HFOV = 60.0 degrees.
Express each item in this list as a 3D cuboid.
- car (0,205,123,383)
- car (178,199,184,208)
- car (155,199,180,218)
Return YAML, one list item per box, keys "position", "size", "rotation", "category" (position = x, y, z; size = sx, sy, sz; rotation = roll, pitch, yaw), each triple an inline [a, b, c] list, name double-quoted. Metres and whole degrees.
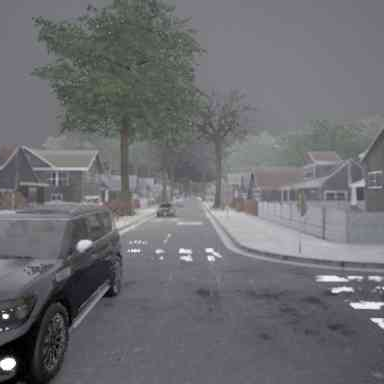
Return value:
- position: [-2.717, 1.288, 5.830]
  size: [2.150, 2.045, 5.566]
  rotation: [0, 0, 0]
  category: "car"
- position: [-2.393, 1.941, 57.027]
  size: [1.812, 1.442, 4.674]
  rotation: [0, 0, 0]
  category: "car"
- position: [-2.538, 1.819, 33.851]
  size: [1.837, 1.490, 4.892]
  rotation: [0, 0, 0]
  category: "car"
